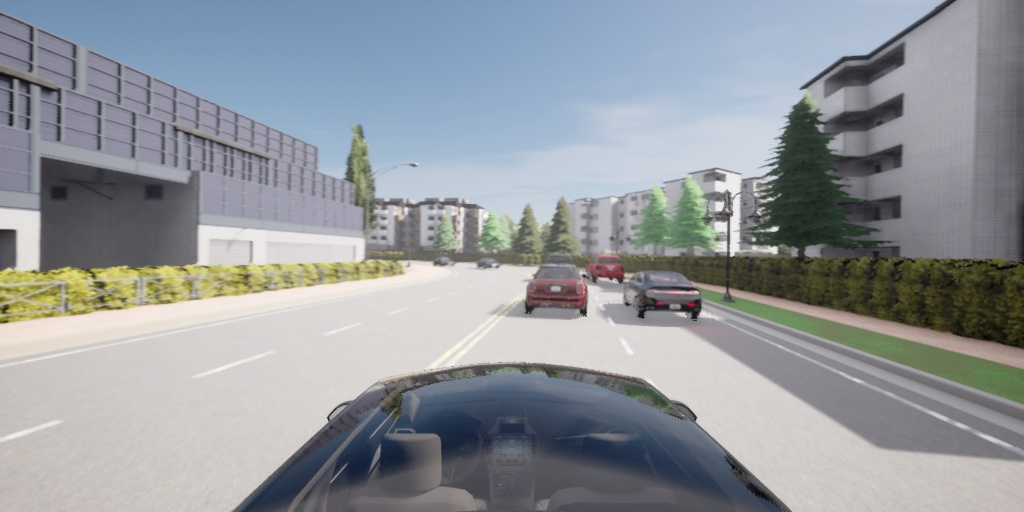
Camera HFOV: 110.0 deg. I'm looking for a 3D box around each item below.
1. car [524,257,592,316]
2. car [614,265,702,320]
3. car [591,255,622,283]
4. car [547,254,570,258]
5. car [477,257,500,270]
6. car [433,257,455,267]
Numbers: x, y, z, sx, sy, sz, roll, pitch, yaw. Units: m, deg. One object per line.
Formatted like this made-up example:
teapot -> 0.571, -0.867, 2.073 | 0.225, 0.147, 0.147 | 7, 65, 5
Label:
car -> 1.765, 1.070, 13.643 | 2.097, 1.767, 4.553 | 1, 0, 10
car -> 5.185, 1.275, 12.894 | 2.128, 1.511, 4.902 | 1, 0, 10
car -> 7.002, 0.962, 27.499 | 2.150, 2.045, 5.566 | 1, 1, 4
car -> 3.556, 0.895, 28.181 | 2.150, 2.045, 5.566 | 1, 1, 4
car -> -3.025, 0.946, 45.709 | 2.128, 1.511, 4.902 | 1, 0, -22
car -> -9.734, 0.826, 51.237 | 1.812, 1.442, 4.674 | 1, 0, -34
